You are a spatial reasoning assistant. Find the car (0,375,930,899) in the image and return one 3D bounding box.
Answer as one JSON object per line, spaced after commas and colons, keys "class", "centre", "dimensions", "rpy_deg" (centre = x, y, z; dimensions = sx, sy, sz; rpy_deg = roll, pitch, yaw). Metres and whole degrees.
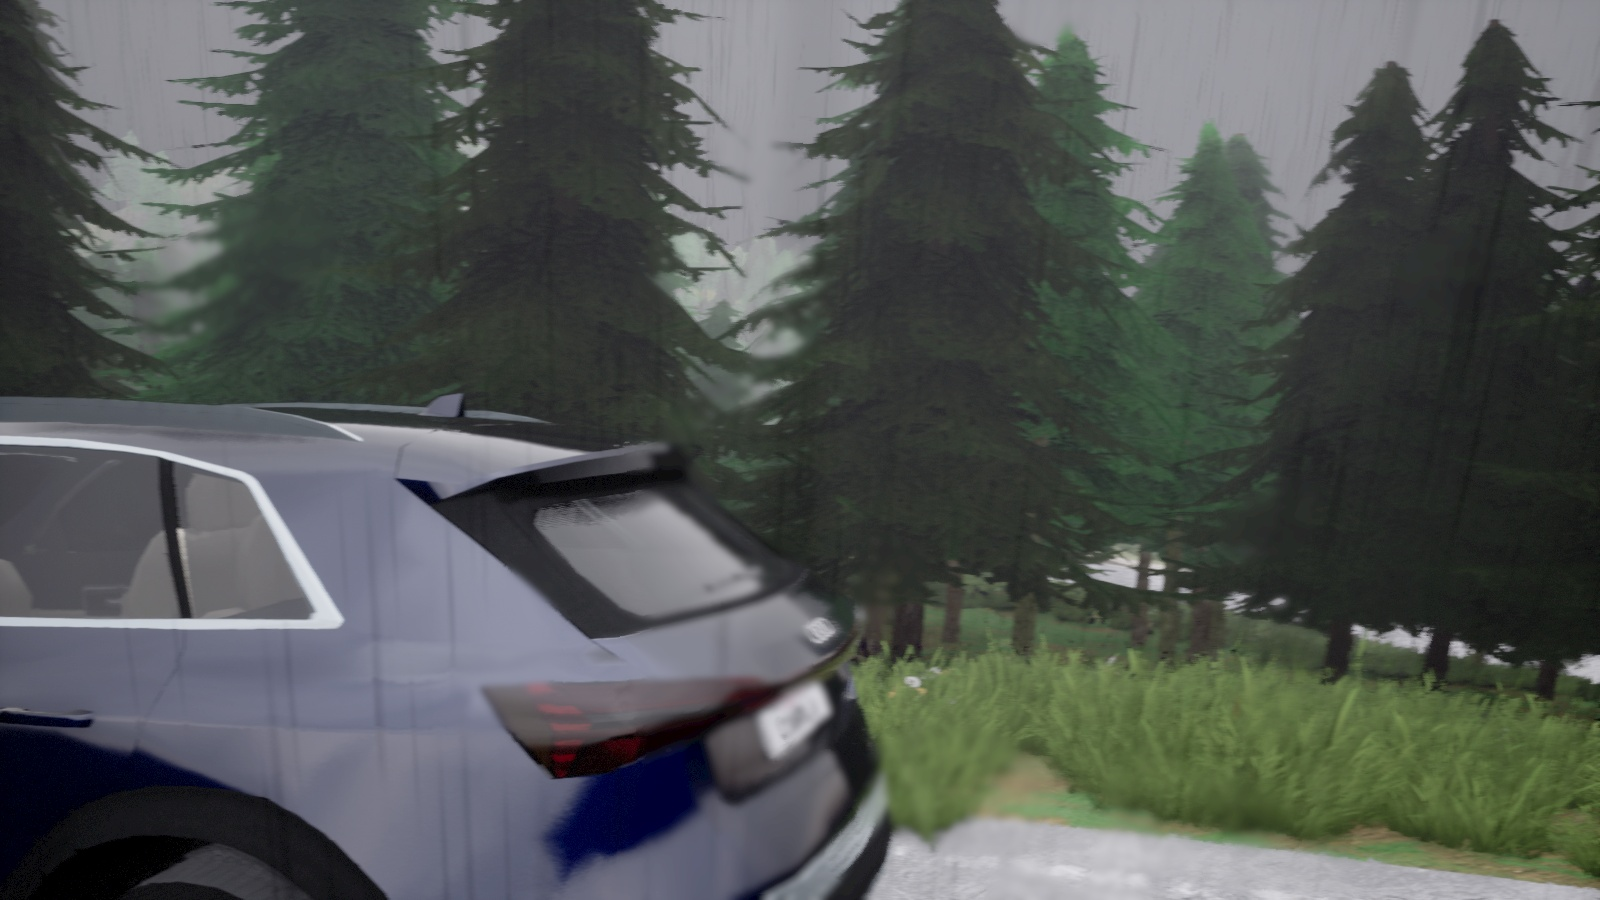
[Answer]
{"class": "car", "centre": [-2.221, 0.653, 3.552], "dimensions": [4.856, 1.649, 2.033], "rpy_deg": [1, 1, 16]}
